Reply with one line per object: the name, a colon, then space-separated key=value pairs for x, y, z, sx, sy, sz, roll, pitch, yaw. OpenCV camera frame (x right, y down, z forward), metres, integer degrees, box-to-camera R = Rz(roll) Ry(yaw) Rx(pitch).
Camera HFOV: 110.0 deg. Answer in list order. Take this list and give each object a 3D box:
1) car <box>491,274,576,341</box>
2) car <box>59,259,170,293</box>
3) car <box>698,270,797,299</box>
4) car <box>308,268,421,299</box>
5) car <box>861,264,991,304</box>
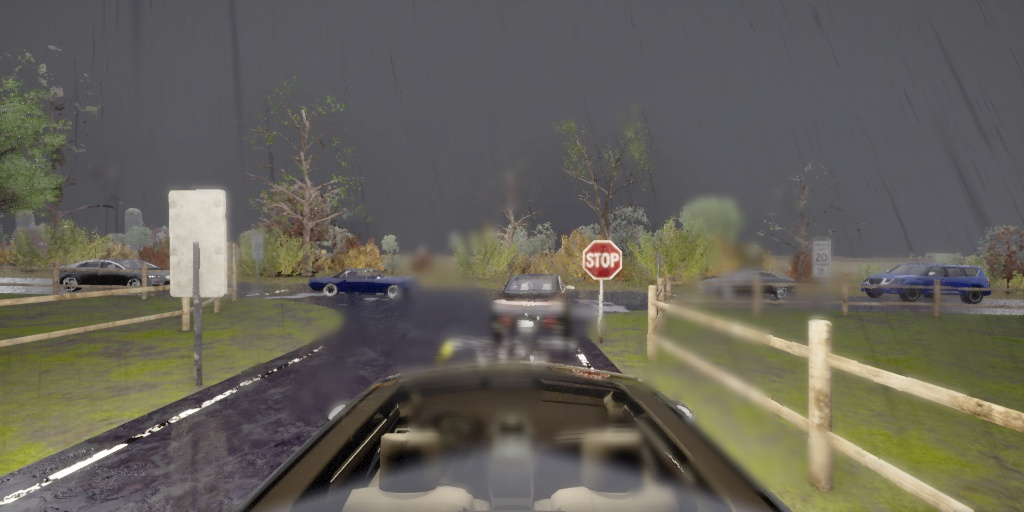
car: x=0.707 y=1.240 z=9.986 sx=2.128 sy=1.511 sz=4.902 roll=0 pitch=0 yaw=9
car: x=-18.489 y=0.885 z=17.034 sx=4.902 sy=1.511 sz=2.128 roll=1 pitch=1 yaw=0
car: x=13.005 y=1.525 z=19.944 sx=4.902 sy=1.511 sz=2.128 roll=1 pitch=1 yaw=0
car: x=-6.821 y=1.248 z=17.017 sx=4.718 sy=1.301 sz=1.895 roll=1 pitch=1 yaw=0
car: x=22.900 y=1.467 z=19.932 sx=5.566 sy=2.045 sz=2.150 roll=1 pitch=1 yaw=0
